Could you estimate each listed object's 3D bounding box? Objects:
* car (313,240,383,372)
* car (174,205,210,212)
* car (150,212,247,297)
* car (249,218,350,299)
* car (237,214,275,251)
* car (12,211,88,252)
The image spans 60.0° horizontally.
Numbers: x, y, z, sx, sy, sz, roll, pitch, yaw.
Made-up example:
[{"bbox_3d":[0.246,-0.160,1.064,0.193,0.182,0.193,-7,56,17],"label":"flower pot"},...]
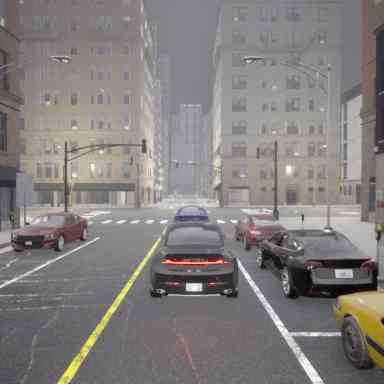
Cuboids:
[{"bbox_3d":[2.855,1.525,2.888,1.752,1.417,4.829,-1,0,0],"label":"car"},{"bbox_3d":[-0.012,1.473,18.483,1.882,1.535,5.008,0,0,0],"label":"car"},{"bbox_3d":[0.046,1.503,8.533,1.837,1.490,4.892,0,0,0],"label":"car"},{"bbox_3d":[2.843,1.564,8.305,1.947,1.339,4.313,-1,0,0],"label":"car"},{"bbox_3d":[2.829,1.578,13.890,1.802,1.307,4.206,-1,0,0],"label":"car"},{"bbox_3d":[-5.716,1.541,13.867,1.887,1.381,4.507,-1,0,0],"label":"car"}]
